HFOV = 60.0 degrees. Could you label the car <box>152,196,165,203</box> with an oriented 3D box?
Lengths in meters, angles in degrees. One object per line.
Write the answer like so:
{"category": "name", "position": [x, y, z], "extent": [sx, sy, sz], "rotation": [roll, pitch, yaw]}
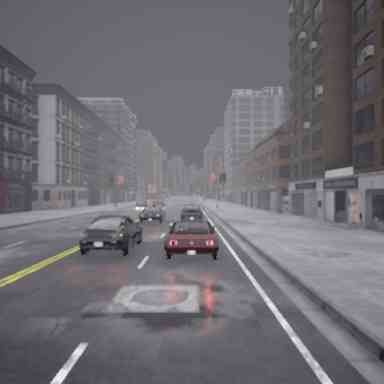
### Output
{"category": "car", "position": [-6.565, 1.892, 65.353], "extent": [2.150, 2.045, 5.566], "rotation": [0, 0, 0]}

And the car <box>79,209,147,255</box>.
{"category": "car", "position": [-3.244, 1.670, 13.888], "extent": [1.812, 1.442, 4.674], "rotation": [0, 0, 0]}

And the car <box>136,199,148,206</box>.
{"category": "car", "position": [-9.817, 2.172, 65.336], "extent": [2.128, 1.511, 4.902], "rotation": [0, 0, 0]}

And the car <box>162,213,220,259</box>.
{"category": "car", "position": [0.001, 1.739, 13.238], "extent": [1.895, 1.301, 4.718], "rotation": [0, -1, 0]}

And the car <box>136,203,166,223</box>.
{"category": "car", "position": [-3.262, 1.894, 28.236], "extent": [1.895, 1.301, 4.718], "rotation": [0, -1, 0]}

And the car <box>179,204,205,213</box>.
{"category": "car", "position": [-0.008, 1.803, 28.487], "extent": [1.837, 1.490, 4.892], "rotation": [0, 0, 0]}
